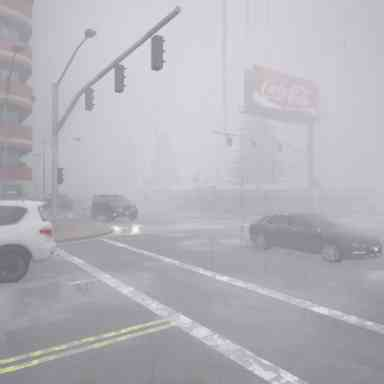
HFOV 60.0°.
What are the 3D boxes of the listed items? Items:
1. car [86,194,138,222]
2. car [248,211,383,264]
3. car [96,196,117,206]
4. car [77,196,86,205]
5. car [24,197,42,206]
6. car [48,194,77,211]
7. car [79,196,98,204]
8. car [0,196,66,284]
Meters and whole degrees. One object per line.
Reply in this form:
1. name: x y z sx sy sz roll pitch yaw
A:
1. car: -6.371 1.220 26.799 2.150 2.045 5.566 0 0 -36
2. car: 4.202 1.505 12.101 1.837 1.490 4.892 0 0 -36
3. car: -14.487 1.505 56.410 1.837 1.490 4.892 0 0 -36
4. car: -20.557 1.564 58.857 1.994 1.385 4.181 0 0 -36
5. car: -25.873 1.565 54.071 1.994 1.385 4.181 0 0 -36
6. car: -16.164 1.225 40.428 2.150 2.045 5.566 0 0 -35
7. car: -19.974 1.478 64.040 1.882 1.535 5.008 0 0 -36
8. car: -6.305 1.223 8.097 5.566 2.045 2.150 0 0 -36
